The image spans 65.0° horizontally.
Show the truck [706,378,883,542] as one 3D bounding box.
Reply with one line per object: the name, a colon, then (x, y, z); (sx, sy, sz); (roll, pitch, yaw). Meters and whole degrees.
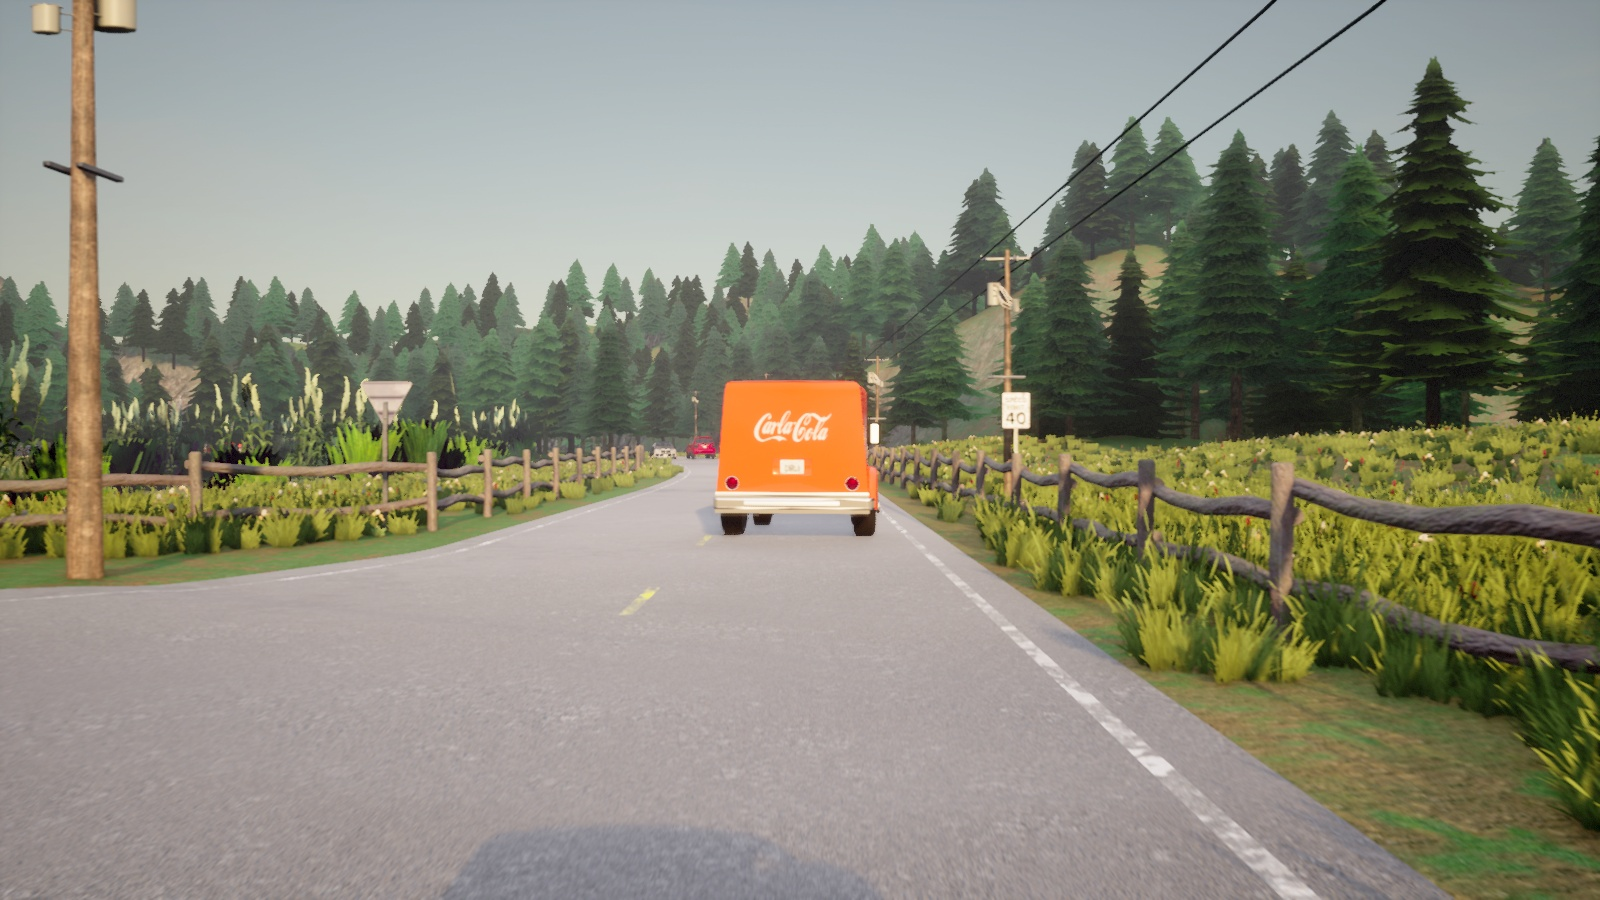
truck: (0.087, 0.139, 21.579); (2.627, 2.467, 5.204); (0, 0, 4)
